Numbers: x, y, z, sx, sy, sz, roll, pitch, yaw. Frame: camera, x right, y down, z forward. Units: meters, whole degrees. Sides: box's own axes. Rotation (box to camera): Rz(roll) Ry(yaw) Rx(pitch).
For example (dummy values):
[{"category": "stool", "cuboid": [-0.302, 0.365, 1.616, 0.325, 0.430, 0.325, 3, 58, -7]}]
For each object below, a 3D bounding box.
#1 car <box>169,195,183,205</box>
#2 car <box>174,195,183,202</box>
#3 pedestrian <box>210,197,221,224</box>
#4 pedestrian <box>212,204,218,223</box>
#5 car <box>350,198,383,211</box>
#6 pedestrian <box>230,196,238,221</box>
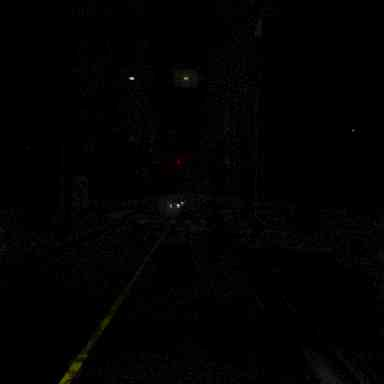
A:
[{"category": "car", "cuboid": [-3.044, 1.527, 60.296, 2.033, 1.411, 5.357, 0, 0, 0]}, {"category": "car", "cuboid": [-2.993, 1.453, 75.809, 1.882, 1.535, 5.008, 0, 0, 0]}, {"category": "pedestrian", "cuboid": [1.626, 1.286, 22.997, 0.375, 1.860, 0.375, 0, 0, 0]}, {"category": "pedestrian", "cuboid": [1.685, 1.566, 24.198, 0.375, 1.300, 0.375, 0, 0, 0]}, {"category": "car", "cuboid": [21.597, 1.493, 40.078, 4.902, 1.511, 2.128, 0, 0, 0]}, {"category": "pedestrian", "cuboid": [2.998, 1.135, 23.596, 0.375, 1.860, 0.375, 0, 0, 0]}]
